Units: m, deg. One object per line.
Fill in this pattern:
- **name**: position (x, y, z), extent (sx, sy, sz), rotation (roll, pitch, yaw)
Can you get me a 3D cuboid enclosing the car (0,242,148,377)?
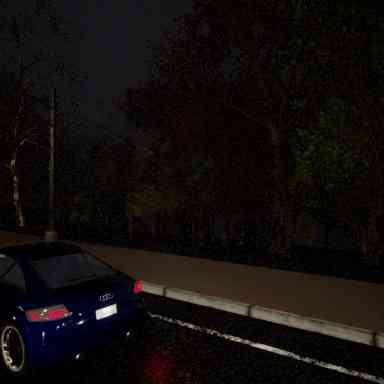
- **car**: position (-2.747, 1.563, 5.628), extent (4.181, 1.385, 1.994), rotation (0, 0, 37)
